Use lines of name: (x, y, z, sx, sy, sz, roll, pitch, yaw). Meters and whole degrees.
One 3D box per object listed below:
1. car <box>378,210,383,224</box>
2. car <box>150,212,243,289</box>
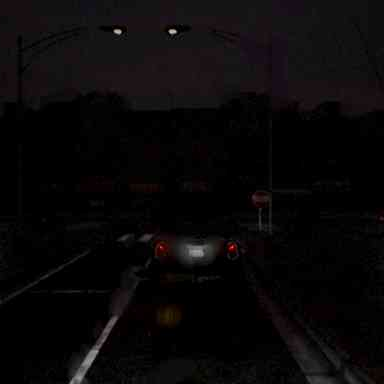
car: (14.417, 1.499, 20.857, 5.008, 1.535, 1.882, 0, 1, 1)
car: (0.099, 1.349, 9.336, 2.097, 1.767, 4.553, 0, 0, 0)
